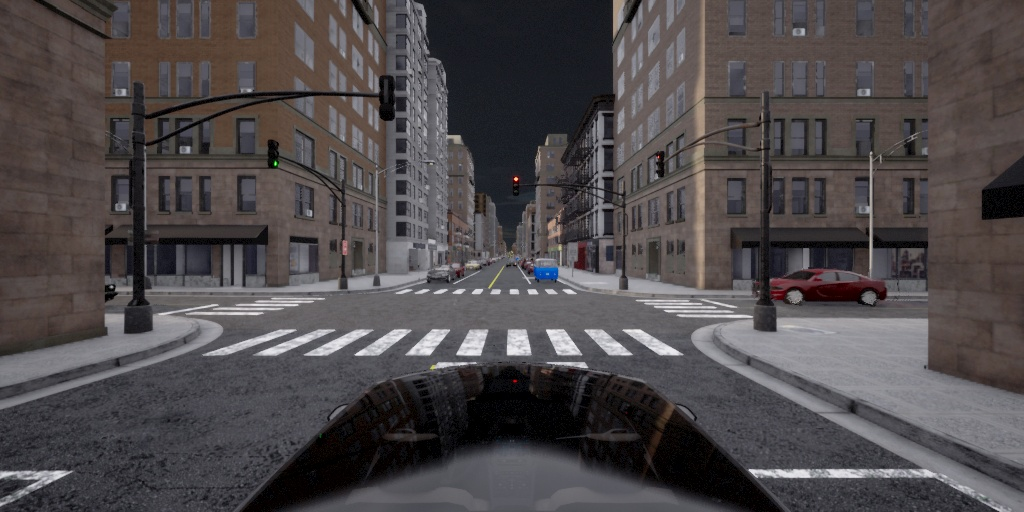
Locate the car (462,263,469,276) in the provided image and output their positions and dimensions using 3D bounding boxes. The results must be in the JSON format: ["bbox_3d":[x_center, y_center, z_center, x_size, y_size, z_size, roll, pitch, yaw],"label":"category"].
[{"bbox_3d":[-5.459,1.291,33.587,1.888,1.381,4.507,0,0,0],"label":"car"}]

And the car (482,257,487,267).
[{"bbox_3d":[-5.509,1.302,56.316,1.948,1.339,4.313,0,0,0],"label":"car"}]

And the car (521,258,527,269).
[{"bbox_3d":[2.528,1.323,50.658,1.802,1.307,4.207,0,0,0],"label":"car"}]

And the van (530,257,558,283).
[{"bbox_3d":[2.579,1.088,27.932,1.690,1.789,3.998,0,0,0],"label":"van"}]

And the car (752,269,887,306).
[{"bbox_3d":[13.407,1.316,15.812,5.008,1.535,1.882,1,0,1],"label":"car"}]

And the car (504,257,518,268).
[{"bbox_3d":[-0.035,1.333,61.542,1.895,1.301,4.718,0,0,0],"label":"car"}]

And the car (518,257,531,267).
[{"bbox_3d":[2.516,1.051,56.340,2.192,1.841,5.009,0,0,0],"label":"car"}]

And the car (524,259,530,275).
[{"bbox_3d":[2.554,1.327,39.295,1.802,1.307,4.207,0,0,0],"label":"car"}]

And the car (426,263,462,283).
[{"bbox_3d":[-5.446,1.297,27.906,2.007,1.370,4.403,0,0,0],"label":"car"}]

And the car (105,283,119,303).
[{"bbox_3d":[-17.228,1.254,12.730,4.718,1.301,1.895,0,0,-2],"label":"car"}]

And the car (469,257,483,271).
[{"bbox_3d":[-5.496,1.266,50.464,1.751,1.417,4.829,0,0,0],"label":"car"}]
